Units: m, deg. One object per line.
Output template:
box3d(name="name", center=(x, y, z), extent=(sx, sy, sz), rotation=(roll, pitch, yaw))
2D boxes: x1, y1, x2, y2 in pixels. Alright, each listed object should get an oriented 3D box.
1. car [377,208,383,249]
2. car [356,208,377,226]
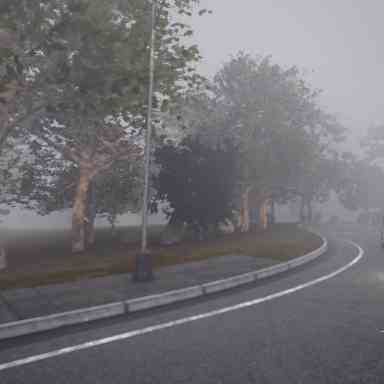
box3d(name="car", center=(9.652, 1.731, 14.521), extent=(2.150, 2.045, 5.566), rotation=(2, -1, 25))
box3d(name="car", center=(21.977, 2.860, 38.998), extent=(5.566, 2.045, 2.150), rotation=(3, -2, -22))
